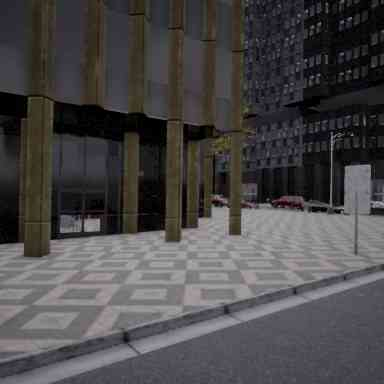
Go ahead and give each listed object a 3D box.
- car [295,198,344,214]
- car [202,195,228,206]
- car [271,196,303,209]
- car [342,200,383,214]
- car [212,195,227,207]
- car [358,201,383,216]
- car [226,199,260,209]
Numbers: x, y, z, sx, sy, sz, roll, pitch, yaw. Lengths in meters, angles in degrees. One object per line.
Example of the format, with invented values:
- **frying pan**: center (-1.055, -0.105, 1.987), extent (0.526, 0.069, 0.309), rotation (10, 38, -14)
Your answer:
- **car**: center (13.186, 1.539, 33.829), extent (1.947, 1.339, 4.313), rotation (1, -1, -35)
- **car**: center (4.193, 1.511, 61.253), extent (2.192, 1.841, 5.009), rotation (1, -1, -35)
- **car**: center (13.760, 1.487, 47.763), extent (2.192, 1.841, 5.009), rotation (1, -1, -35)
- **car**: center (20.134, 1.708, 38.767), extent (2.008, 1.369, 4.403), rotation (1, -1, -35)
- **car**: center (3.622, 1.311, 47.323), extent (2.192, 1.841, 5.009), rotation (1, -1, -35)
- **car**: center (16.376, 1.517, 29.332), extent (2.008, 1.369, 4.403), rotation (1, -1, -35)
- **car**: center (6.807, 1.570, 42.823), extent (1.802, 1.307, 4.206), rotation (1, -1, -35)
